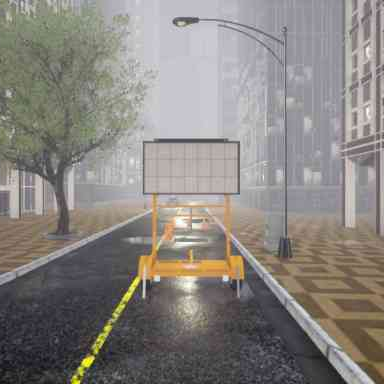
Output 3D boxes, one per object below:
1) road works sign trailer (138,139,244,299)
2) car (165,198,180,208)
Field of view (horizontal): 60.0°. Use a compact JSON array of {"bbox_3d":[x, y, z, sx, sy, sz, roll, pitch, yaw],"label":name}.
[{"bbox_3d":[-0.018,0.467,8.405,2.380,3.560,2.880,0,0,0],"label":"road works sign trailer"},{"bbox_3d":[-2.858,1.587,49.265,1.812,1.442,4.674,0,0,0],"label":"car"}]
